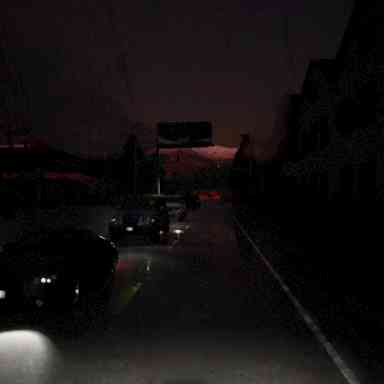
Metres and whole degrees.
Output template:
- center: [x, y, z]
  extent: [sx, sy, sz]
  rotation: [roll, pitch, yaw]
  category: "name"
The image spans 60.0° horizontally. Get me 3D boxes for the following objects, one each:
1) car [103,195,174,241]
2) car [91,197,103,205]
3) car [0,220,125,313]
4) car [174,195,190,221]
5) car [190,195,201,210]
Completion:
- center: [-2.497, 1.255, 17.141]
  extent: [2.150, 2.045, 5.566]
  rotation: [0, 0, 4]
  category: "car"
- center: [-17.649, 1.798, 65.704]
  extent: [4.611, 1.667, 2.242]
  rotation: [0, 0, 4]
  category: "car"
- center: [-3.175, 1.579, 7.696]
  extent: [1.994, 1.385, 4.181]
  rotation: [0, 0, 4]
  category: "car"
- center: [-1.675, 1.276, 27.831]
  extent: [2.150, 2.045, 5.566]
  rotation: [0, 0, 4]
  category: "car"
- center: [-1.416, 1.429, 46.573]
  extent: [5.566, 2.045, 2.150]
  rotation: [-1, -1, 36]
  category: "car"
